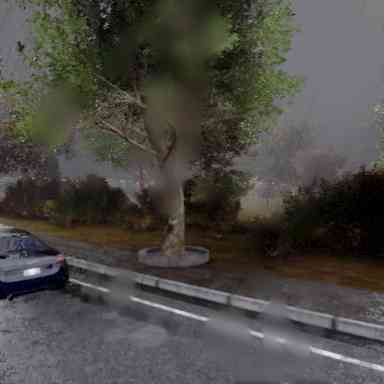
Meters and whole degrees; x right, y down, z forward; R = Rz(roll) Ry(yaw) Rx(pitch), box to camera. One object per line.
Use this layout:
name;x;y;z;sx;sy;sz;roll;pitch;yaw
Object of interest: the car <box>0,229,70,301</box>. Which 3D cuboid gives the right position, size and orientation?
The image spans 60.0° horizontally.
car;-4.768;1.589;8.032;4.181;1.385;1.994;0;0;40
